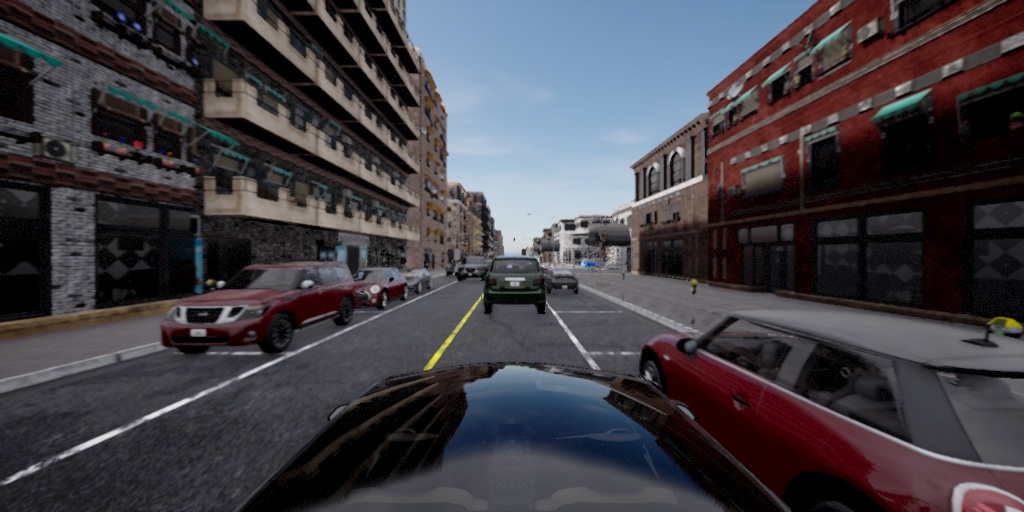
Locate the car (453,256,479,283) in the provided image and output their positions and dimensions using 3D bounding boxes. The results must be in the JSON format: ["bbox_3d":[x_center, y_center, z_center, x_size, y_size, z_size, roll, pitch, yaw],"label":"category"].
[{"bbox_3d":[-3.102,1.036,29.455,2.150,2.045,5.566,0,0,0],"label":"car"}]

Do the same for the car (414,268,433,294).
[{"bbox_3d":[-5.693,1.342,20.419,2.007,1.370,4.403,0,0,0],"label":"car"}]

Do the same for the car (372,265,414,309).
[{"bbox_3d":[-5.692,1.217,14.722,1.967,1.591,4.097,0,0,0],"label":"car"}]

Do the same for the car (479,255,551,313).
[{"bbox_3d":[0.096,0.998,14.169,2.150,2.045,5.566,0,0,0],"label":"car"}]

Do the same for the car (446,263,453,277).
[{"bbox_3d":[-5.695,1.404,37.508,1.948,1.339,4.313,0,0,0],"label":"car"}]

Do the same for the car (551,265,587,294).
[{"bbox_3d":[2.688,1.342,20.415,2.007,1.370,4.403,0,0,0],"label":"car"}]

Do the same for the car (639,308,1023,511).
[{"bbox_3d":[2.689,1.193,3.325,1.967,1.591,4.097,0,0,0],"label":"car"}]

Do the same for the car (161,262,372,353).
[{"bbox_3d":[-5.692,1.080,9.025,2.192,1.841,5.009,0,0,0],"label":"car"}]
